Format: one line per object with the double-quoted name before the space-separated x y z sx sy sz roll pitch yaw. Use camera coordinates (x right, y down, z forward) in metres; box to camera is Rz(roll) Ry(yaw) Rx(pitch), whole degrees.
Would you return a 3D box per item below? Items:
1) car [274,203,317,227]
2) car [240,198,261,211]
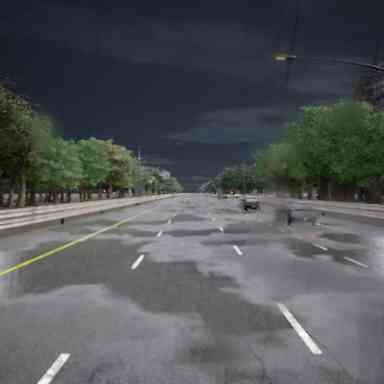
"car" 7.032 1.494 23.065 2.128 1.511 4.902 0 0 0
"car" 7.062 1.497 40.615 1.882 1.535 5.008 0 0 0
